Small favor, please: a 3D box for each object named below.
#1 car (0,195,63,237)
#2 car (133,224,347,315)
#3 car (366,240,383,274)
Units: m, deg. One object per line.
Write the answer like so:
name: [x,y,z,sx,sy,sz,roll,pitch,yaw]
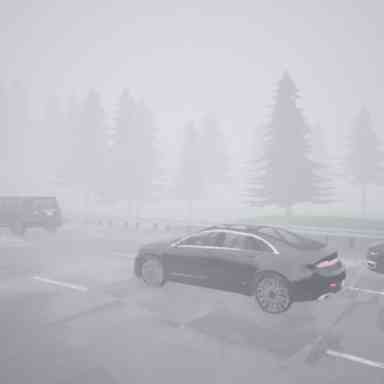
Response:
car: [-9.550,1.202,18.269,5.566,2.045,2.150,0,0,30]
car: [0.807,1.477,7.554,4.902,1.511,2.128,0,0,34]
car: [6.768,1.484,7.665,4.892,1.490,1.837,0,0,36]
